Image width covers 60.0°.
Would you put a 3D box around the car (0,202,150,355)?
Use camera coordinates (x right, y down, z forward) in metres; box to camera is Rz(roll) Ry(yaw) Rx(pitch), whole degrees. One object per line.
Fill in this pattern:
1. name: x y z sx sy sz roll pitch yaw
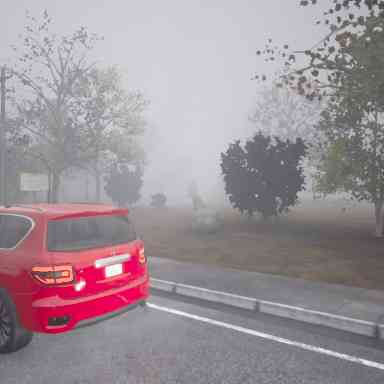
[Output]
1. car: -3.313 1.221 6.343 5.566 2.045 2.150 0 0 35
